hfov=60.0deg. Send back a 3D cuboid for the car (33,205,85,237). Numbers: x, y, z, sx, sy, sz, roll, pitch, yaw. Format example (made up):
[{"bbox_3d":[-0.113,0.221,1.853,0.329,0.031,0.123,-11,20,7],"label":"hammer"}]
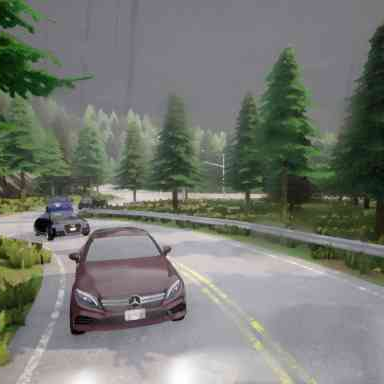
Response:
[{"bbox_3d":[-7.023,1.664,17.742,1.994,1.385,4.181,-4,2,-38],"label":"car"}]

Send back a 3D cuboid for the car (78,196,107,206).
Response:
[{"bbox_3d":[-12.643,1.287,42.796,2.097,1.767,4.553,2,2,13],"label":"car"}]

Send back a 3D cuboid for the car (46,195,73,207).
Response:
[{"bbox_3d":[-12.805,1.325,32.213,2.150,2.045,5.566,-1,0,-18],"label":"car"}]

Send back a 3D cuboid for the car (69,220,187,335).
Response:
[{"bbox_3d":[-1.509,1.522,7.034,1.812,1.442,4.674,-2,0,-17],"label":"car"}]
